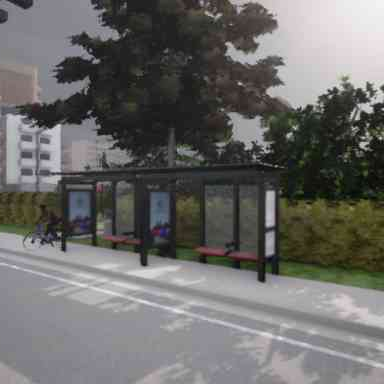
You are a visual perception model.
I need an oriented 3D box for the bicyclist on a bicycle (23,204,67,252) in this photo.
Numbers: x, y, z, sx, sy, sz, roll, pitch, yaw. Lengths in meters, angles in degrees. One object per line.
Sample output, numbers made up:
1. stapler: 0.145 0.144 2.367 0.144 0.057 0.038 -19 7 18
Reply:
1. bicyclist on a bicycle: -5.154 1.248 11.763 0.582 1.620 1.656 0 0 36
